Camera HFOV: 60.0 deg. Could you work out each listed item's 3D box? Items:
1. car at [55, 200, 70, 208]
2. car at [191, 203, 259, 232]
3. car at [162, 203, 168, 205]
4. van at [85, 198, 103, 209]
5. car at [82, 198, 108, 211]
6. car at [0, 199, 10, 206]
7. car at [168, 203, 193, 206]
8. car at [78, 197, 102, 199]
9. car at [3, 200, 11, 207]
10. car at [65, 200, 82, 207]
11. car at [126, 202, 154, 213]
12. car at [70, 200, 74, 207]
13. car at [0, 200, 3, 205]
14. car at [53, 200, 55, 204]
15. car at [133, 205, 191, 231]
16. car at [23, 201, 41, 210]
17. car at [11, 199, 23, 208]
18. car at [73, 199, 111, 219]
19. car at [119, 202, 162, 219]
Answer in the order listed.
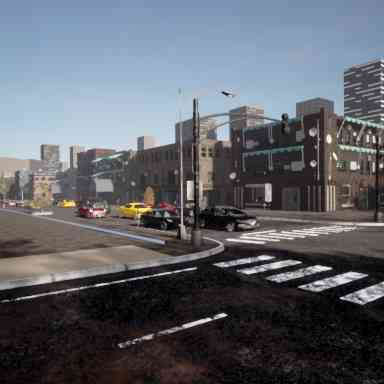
[{"bbox_3d":[-22.971,2.142,60.816,1.882,1.535,5.008,-1,0,-37],"label":"car"},{"bbox_3d":[2.214,1.687,21.600,1.837,1.490,4.892,-1,-1,-34],"label":"car"},{"bbox_3d":[-3.544,1.904,39.179,1.802,1.307,4.206,-2,0,-37],"label":"car"},{"bbox_3d":[-16.820,1.907,56.901,1.690,1.788,3.998,-1,0,-37],"label":"van"},{"bbox_3d":[-14.481,1.867,49.478,2.097,1.767,4.553,-1,0,-37],"label":"car"},{"bbox_3d":[-46.745,2.598,82.891,1.887,1.381,4.507,-1,0,-37],"label":"car"},{"bbox_3d":[-0.227,1.810,34.748,2.008,1.369,4.403,-2,0,-37],"label":"car"},{"bbox_3d":[-11.928,1.672,40.737,2.150,2.045,5.566,-1,0,-37],"label":"car"},{"bbox_3d":[-40.112,2.380,74.030,1.967,1.590,4.097,-1,0,-37],"label":"car"},{"bbox_3d":[-23.450,2.228,65.763,1.887,1.381,4.507,-1,0,-37],"label":"car"},{"bbox_3d":[-6.861,1.966,43.609,1.802,1.307,4.206,-2,0,-37],"label":"car"},{"bbox_3d":[-20.138,1.940,61.331,2.192,1.841,5.009,-1,0,-37],"label":"car"},{"bbox_3d":[-43.428,2.548,78.461,2.008,1.369,4.403,-1,0,-37],"label":"car"},{"bbox_3d":[-30.085,2.364,74.625,1.947,1.339,4.313,-1,0,-37],"label":"car"},{"bbox_3d":[-2.031,1.815,22.974,1.947,1.339,4.313,-2,0,-37],"label":"car"},{"bbox_3d":[-26.738,2.233,56.172,1.752,1.417,4.829,-1,0,-37],"label":"car"},{"bbox_3d":[-33.475,2.376,65.170,2.008,1.369,4.403,-1,0,-37],"label":"car"},{"bbox_3d":[-10.254,1.847,34.154,1.967,1.590,4.097,-2,0,-37],"label":"car"},{"bbox_3d":[-5.249,1.803,31.810,1.882,1.535,5.008,-1,0,-37],"label":"car"}]
